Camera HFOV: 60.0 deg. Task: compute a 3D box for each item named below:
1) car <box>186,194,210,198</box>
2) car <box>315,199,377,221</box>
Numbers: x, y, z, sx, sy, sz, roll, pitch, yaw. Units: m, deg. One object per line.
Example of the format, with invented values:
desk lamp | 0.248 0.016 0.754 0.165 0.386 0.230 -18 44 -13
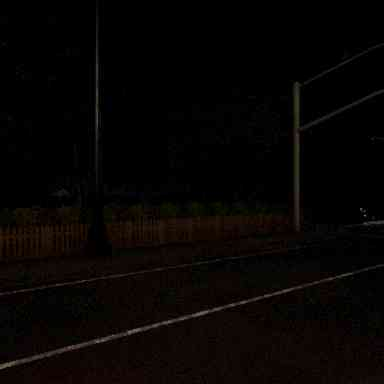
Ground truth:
car | 1.191 1.220 43.065 2.150 2.045 5.566 0 0 -35
car | 12.400 1.351 26.964 2.097 1.767 4.553 0 0 -35
